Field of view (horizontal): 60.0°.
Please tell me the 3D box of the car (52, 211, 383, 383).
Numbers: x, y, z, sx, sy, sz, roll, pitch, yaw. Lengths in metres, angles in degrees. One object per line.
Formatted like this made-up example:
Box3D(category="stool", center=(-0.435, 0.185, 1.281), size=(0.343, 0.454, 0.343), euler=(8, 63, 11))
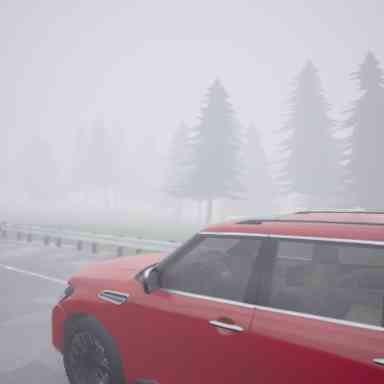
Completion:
Box3D(category="car", center=(0.947, 1.221, 3.316), size=(5.566, 2.045, 2.150), euler=(0, 0, 36))
